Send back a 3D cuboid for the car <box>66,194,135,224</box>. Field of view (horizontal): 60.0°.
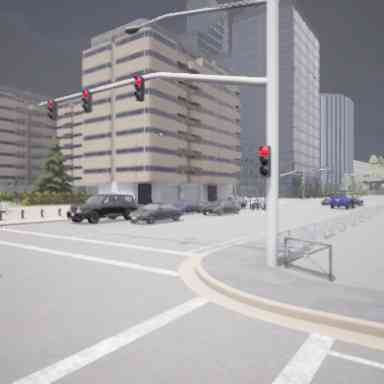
[{"bbox_3d":[-6.522,1.179,24.833,2.150,2.045,5.566,0,0,35],"label":"car"}]

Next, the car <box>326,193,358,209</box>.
[{"bbox_3d":[19.744,1.170,43.721,2.150,2.045,5.566,0,0,36],"label":"car"}]

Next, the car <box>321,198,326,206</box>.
[{"bbox_3d":[22.044,1.500,53.109,1.994,1.385,4.181,0,0,35],"label":"car"}]

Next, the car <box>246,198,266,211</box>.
[{"bbox_3d":[8.859,1.492,40.688,2.033,1.411,5.357,0,0,35],"label":"car"}]

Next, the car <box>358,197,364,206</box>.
[{"bbox_3d":[25.397,1.445,51.796,1.837,1.490,4.892,0,0,35],"label":"car"}]

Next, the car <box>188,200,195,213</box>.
[{"bbox_3d":[-0.648,1.496,33.230,2.033,1.411,5.357,0,0,35],"label":"car"}]

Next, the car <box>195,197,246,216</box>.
[{"bbox_3d":[2.900,1.500,32.186,2.033,1.411,5.357,0,0,35],"label":"car"}]

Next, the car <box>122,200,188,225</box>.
[{"bbox_3d":[-2.584,1.487,24.319,1.812,1.442,4.674,0,0,35],"label":"car"}]
